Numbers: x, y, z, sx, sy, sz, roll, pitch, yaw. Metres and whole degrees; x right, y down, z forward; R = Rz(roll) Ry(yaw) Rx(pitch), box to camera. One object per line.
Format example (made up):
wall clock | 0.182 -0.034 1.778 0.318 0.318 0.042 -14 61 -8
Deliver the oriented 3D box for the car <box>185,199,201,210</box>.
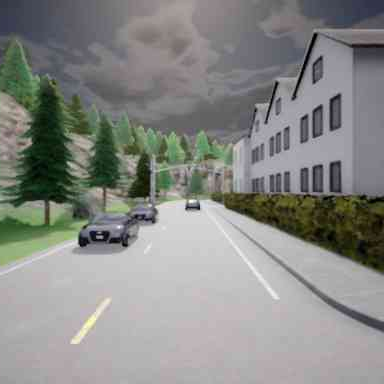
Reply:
car | 0.120 1.575 43.107 1.994 1.385 4.181 0 0 0

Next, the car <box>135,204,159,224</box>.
car | -3.576 1.571 24.932 1.994 1.385 4.181 0 0 0

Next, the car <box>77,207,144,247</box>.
car | -3.592 1.566 14.931 1.994 1.385 4.181 0 0 0
